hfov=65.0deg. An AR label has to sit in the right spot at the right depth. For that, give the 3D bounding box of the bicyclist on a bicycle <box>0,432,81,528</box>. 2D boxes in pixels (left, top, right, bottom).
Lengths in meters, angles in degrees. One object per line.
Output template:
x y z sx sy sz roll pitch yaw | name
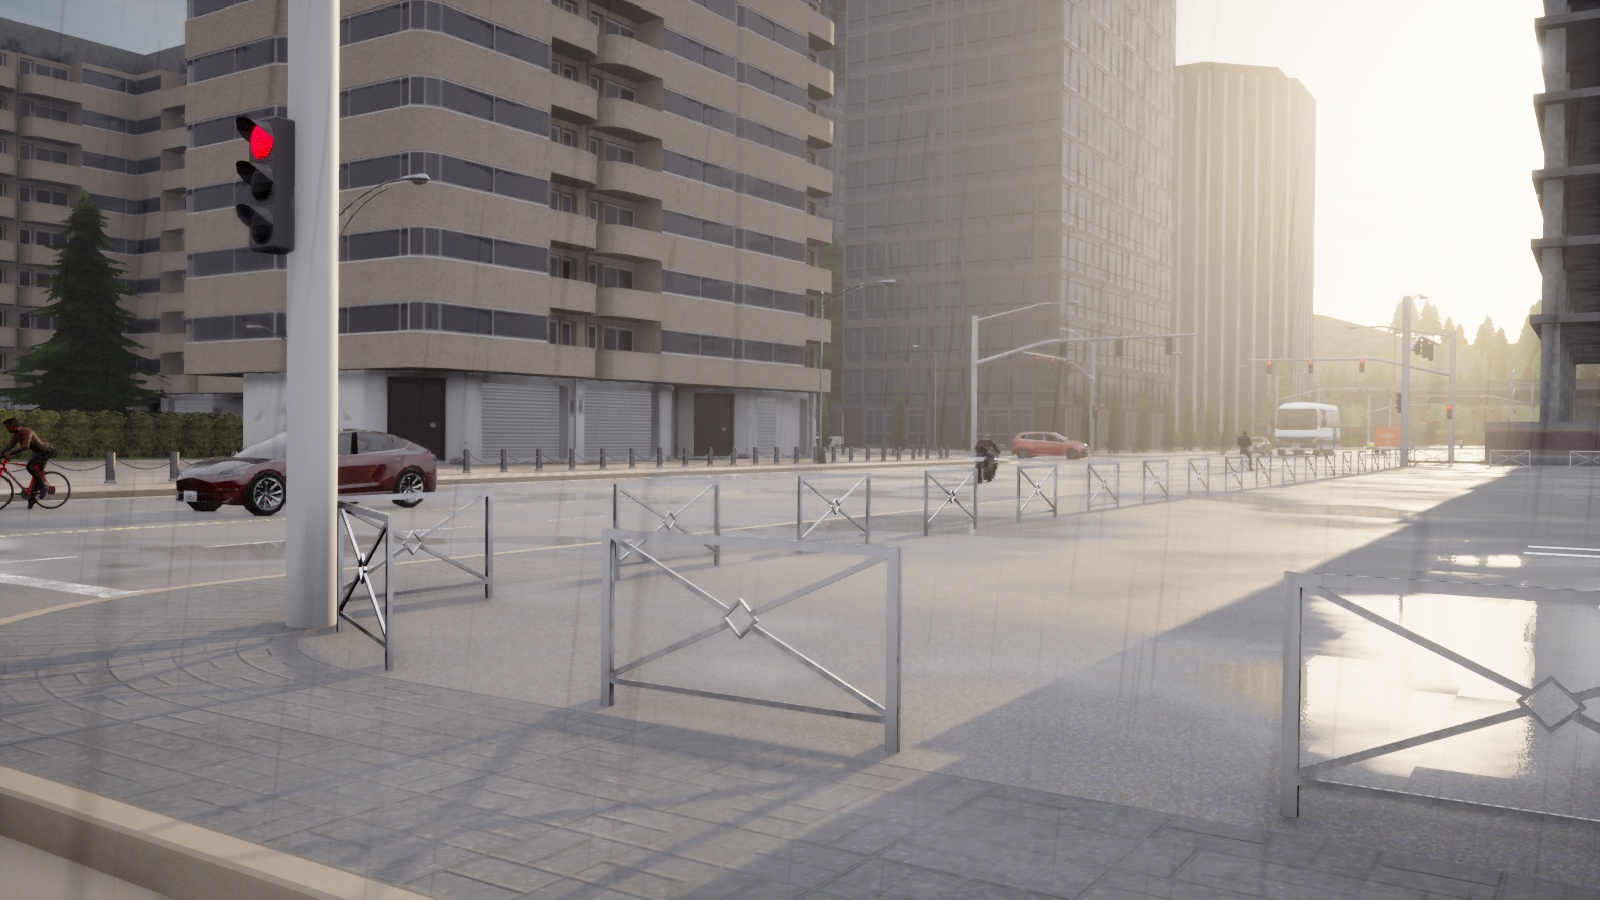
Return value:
-13.599 0.507 21.982 0.582 1.620 1.656 0 1 33 | bicyclist on a bicycle

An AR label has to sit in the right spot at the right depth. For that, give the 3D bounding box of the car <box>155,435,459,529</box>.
-8.837 0.498 22.939 2.163 1.488 4.792 0 1 33 | car

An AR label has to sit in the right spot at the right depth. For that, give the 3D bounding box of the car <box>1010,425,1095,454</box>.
15.102 -0.625 75.200 4.611 1.667 2.242 0 1 25 | car

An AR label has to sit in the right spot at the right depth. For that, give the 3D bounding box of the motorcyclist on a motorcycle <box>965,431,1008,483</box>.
5.757 0.187 38.621 0.866 1.530 2.191 0 1 21 | motorcyclist on a motorcycle
